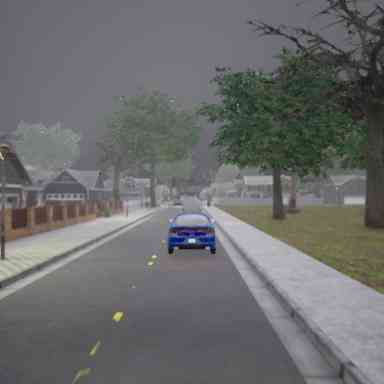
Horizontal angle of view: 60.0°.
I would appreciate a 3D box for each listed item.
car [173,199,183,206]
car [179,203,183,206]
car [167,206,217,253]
[{"bbox_3d":[-2.759,2.198,67.562,1.994,1.385,4.181,0,-1,0],"label":"car"},{"bbox_3d":[-0.001,1.875,29.108,1.895,1.301,4.718,0,0,0],"label":"car"},{"bbox_3d":[0.003,1.615,14.476,1.882,1.535,5.008,0,0,0],"label":"car"}]
